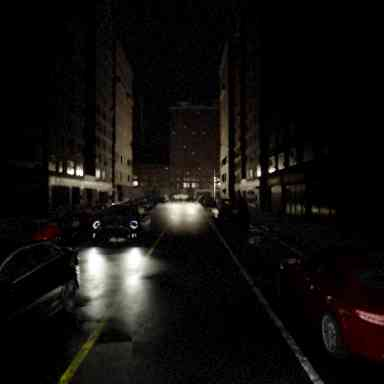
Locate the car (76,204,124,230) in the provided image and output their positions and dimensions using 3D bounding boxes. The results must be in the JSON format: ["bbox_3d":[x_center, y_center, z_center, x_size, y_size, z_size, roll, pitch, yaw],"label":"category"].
[{"bbox_3d":[-5.955,1.547,22.067,2.008,1.369,4.403,1,0,0],"label":"car"}]

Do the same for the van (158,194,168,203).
[{"bbox_3d":[-6.207,1.435,71.405,1.690,1.788,3.998,1,0,0],"label":"van"}]

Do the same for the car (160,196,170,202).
[{"bbox_3d":[-6.236,1.657,76.887,1.887,1.381,4.507,1,0,0],"label":"car"}]

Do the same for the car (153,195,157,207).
[{"bbox_3d":[-6.067,1.542,43.823,1.752,1.417,4.829,1,0,0],"label":"car"}]

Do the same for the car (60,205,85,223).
[{"bbox_3d":[-5.926,1.436,16.585,1.967,1.590,4.097,1,0,0],"label":"car"}]

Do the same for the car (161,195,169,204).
[{"bbox_3d":[-6.181,1.642,65.922,1.947,1.339,4.313,1,0,0],"label":"car"}]

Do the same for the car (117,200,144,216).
[{"bbox_3d":[-6.011,1.546,33.030,1.887,1.381,4.507,1,0,0],"label":"car"}]

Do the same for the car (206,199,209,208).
[{"bbox_3d":[2.541,1.540,27.586,2.008,1.369,4.403,1,0,0],"label":"car"}]

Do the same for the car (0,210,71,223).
[{"bbox_3d":[-5.899,1.542,11.102,1.887,1.381,4.507,1,0,0],"label":"car"}]

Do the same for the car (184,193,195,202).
[{"bbox_3d":[-0.381,1.567,75.952,1.837,1.490,4.892,0,0,0],"label":"car"}]

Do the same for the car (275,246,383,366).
[{"bbox_3d":[2.653,1.573,5.657,1.802,1.307,4.206,1,0,0],"label":"car"}]

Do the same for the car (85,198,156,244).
[{"bbox_3d":[-3.164,1.345,15.688,2.097,1.767,4.553,0,0,1],"label":"car"}]

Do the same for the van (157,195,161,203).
[{"bbox_3d":[-6.094,1.370,49.476,1.690,1.788,3.998,1,0,0],"label":"van"}]

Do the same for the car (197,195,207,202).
[{"bbox_3d":[2.290,1.542,76.929,1.967,1.590,4.097,0,0,0],"label":"car"}]

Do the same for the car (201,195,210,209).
[{"bbox_3d":[2.456,1.533,44.203,1.752,1.417,4.829,1,0,0],"label":"car"}]

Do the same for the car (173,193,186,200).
[{"bbox_3d":[-3.136,1.245,91.454,2.150,2.045,5.566,0,0,-37],"label":"car"}]

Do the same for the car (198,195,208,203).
[{"bbox_3d":[2.318,1.524,71.447,1.967,1.590,4.097,0,0,0],"label":"car"}]

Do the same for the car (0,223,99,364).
[{"bbox_3d":[-3.119,1.490,4.728,2.128,1.511,4.902,0,0,0],"label":"car"}]

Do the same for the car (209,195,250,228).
[{"bbox_3d":[2.572,1.302,22.105,2.192,1.841,5.009,1,0,0],"label":"car"}]

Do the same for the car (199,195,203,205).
[{"bbox_3d":[2.428,1.569,49.516,2.008,1.369,4.403,1,0,0],"label":"car"}]

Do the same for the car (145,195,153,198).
[{"bbox_3d":[-6.039,1.449,38.513,1.967,1.590,4.097,1,0,0],"label":"car"}]
